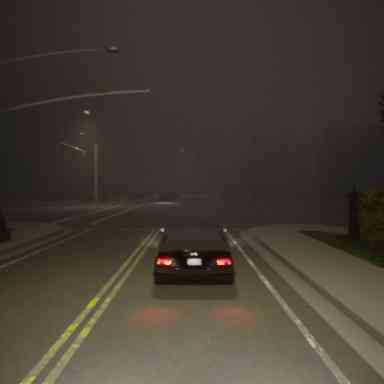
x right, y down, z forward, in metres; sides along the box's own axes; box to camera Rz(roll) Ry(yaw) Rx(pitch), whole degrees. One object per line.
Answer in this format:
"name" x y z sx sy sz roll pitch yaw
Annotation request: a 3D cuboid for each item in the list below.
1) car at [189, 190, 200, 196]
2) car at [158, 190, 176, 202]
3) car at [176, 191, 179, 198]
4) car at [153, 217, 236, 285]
"car" 0.524 0.177 79.118 2.033 1.411 5.357 0 1 12
"car" -3.717 0.743 48.102 1.994 1.385 4.181 0 1 0
"car" -3.693 0.418 64.950 1.812 1.442 4.674 0 1 0
"car" 0.049 1.390 9.098 2.033 1.411 5.357 0 1 0
